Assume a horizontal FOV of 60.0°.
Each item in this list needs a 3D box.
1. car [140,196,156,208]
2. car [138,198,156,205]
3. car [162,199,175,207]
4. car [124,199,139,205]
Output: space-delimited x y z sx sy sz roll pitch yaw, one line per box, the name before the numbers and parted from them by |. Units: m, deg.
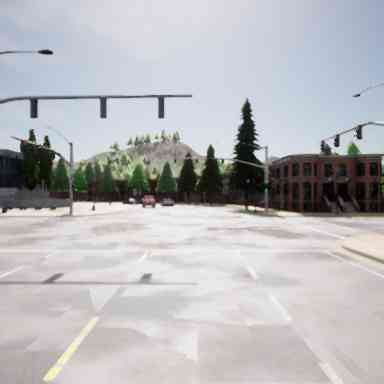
car | -7.521 1.709 58.548 2.150 2.045 5.566 0 0 -10
car | -10.197 2.151 74.880 2.128 1.511 4.902 0 -1 -32
car | -4.355 2.008 60.404 1.837 1.490 4.892 0 0 -11
car | -13.407 2.153 73.392 2.033 1.411 5.357 0 -1 -32
